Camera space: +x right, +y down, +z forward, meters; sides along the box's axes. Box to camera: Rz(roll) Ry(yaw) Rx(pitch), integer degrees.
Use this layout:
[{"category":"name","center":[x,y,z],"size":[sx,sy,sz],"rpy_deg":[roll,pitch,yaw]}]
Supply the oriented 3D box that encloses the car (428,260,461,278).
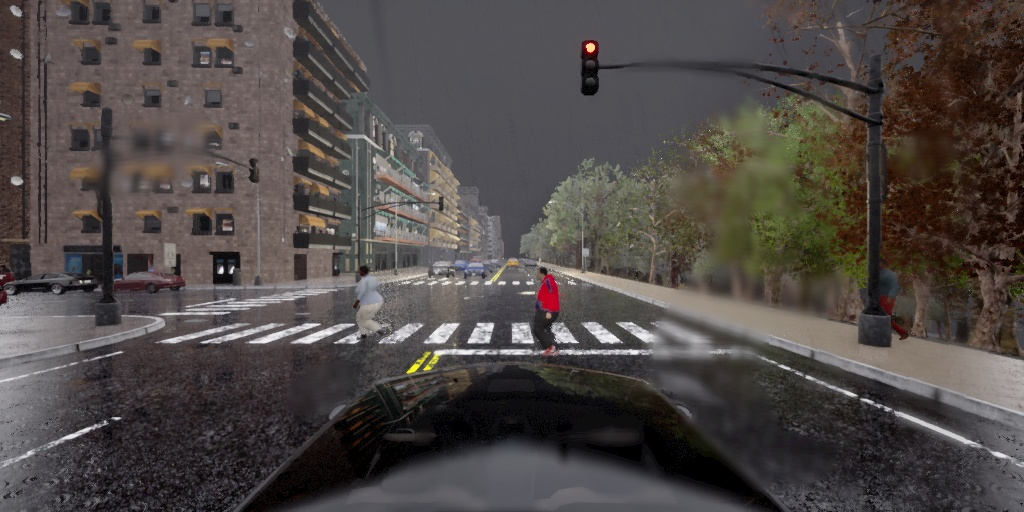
[{"category":"car","center":[-6.513,1.244,33.657],"size":[2.128,1.511,4.902],"rpy_deg":[0,0,0]}]

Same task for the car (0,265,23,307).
[{"category":"car","center":[-22.627,1.335,13.571],"size":[5.009,1.841,2.192],"rpy_deg":[0,0,-1]}]

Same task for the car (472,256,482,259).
[{"category":"car","center":[-6.364,0.990,64.751],"size":[2.150,2.045,5.566],"rpy_deg":[0,0,1]}]

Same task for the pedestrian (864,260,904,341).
[{"category":"pedestrian","center":[7.984,0.891,7.704],"size":[0.375,1.860,0.375],"rpy_deg":[0,0,0]}]

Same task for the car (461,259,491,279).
[{"category":"car","center":[-3.254,1.278,32.917],"size":[1.812,1.442,4.674],"rpy_deg":[0,0,0]}]

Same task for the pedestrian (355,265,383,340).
[{"category":"pedestrian","center":[-3.317,1.053,8.337],"size":[0.375,1.860,0.375],"rpy_deg":[0,0,0]}]

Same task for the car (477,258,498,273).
[{"category":"car","center":[-3.232,1.303,43.811],"size":[2.033,1.411,5.357],"rpy_deg":[0,0,0]}]

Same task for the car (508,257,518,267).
[{"category":"car","center":[0.176,1.244,64.521],"size":[1.882,1.535,5.008],"rpy_deg":[0,0,0]}]

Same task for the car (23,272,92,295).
[{"category":"car","center":[-28.291,1.647,22.134],"size":[4.313,1.339,1.948],"rpy_deg":[0,0,-1]}]

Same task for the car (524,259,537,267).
[{"category":"car","center":[3.427,1.331,64.929],"size":[1.994,1.385,4.181],"rpy_deg":[0,0,0]}]

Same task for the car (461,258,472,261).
[{"category":"car","center":[-6.476,1.234,44.458],"size":[1.882,1.535,5.008],"rpy_deg":[0,0,0]}]

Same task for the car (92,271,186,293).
[{"category":"car","center":[-22.724,1.593,22.218],"size":[4.207,1.307,1.802],"rpy_deg":[0,0,-1]}]

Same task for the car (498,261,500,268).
[{"category":"car","center":[-3.125,1.291,63.769],"size":[1.812,1.442,4.674],"rpy_deg":[0,0,1]}]

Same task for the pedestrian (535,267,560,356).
[{"category":"pedestrian","center":[0.692,1.044,7.034],"size":[0.375,1.860,0.375],"rpy_deg":[0,0,0]}]
